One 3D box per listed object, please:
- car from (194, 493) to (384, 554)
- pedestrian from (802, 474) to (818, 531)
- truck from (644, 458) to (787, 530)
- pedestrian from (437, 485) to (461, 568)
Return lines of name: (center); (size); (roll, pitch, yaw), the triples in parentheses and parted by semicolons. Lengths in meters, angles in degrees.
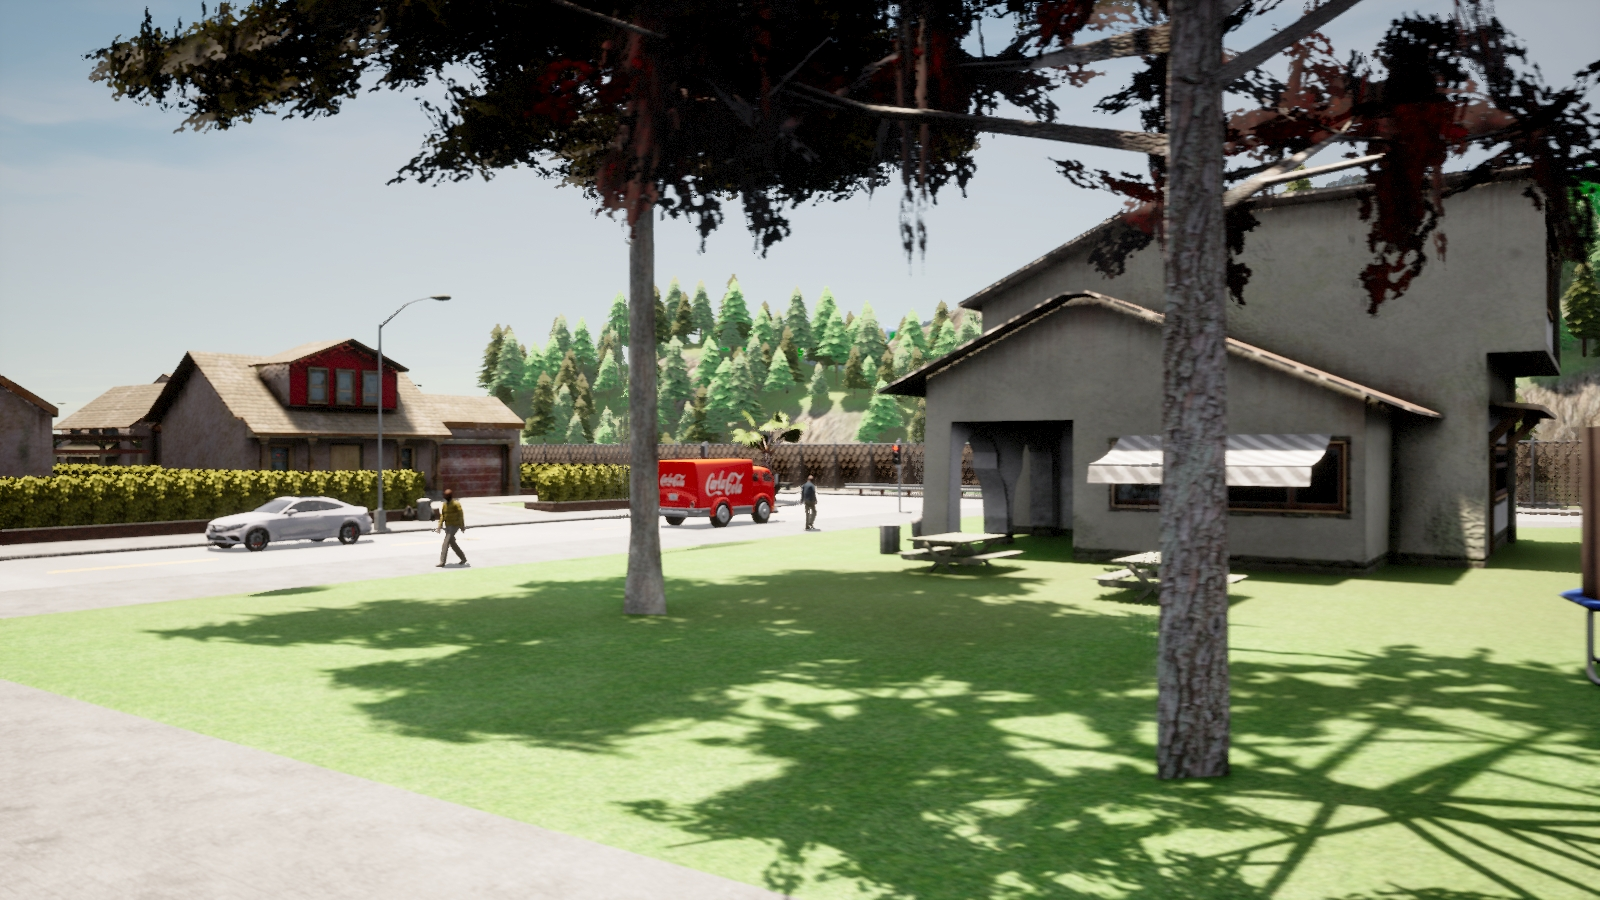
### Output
car: (-14.770, 2.081, 33.252); (2.002, 1.442, 4.674); (0, 0, 35)
pedestrian: (0.325, 1.744, 38.099); (0.375, 1.860, 0.375); (0, 0, 38)
truck: (-3.063, 1.568, 42.743); (2.627, 2.467, 5.204); (0, 0, 35)
pedestrian: (-8.032, 1.743, 26.174); (0.375, 1.860, 0.375); (0, 0, 35)
